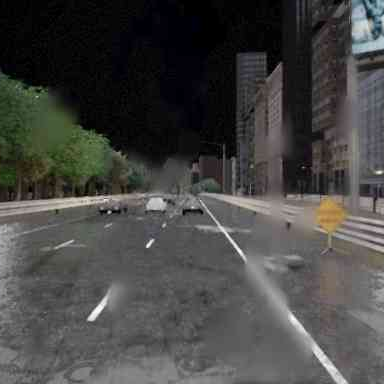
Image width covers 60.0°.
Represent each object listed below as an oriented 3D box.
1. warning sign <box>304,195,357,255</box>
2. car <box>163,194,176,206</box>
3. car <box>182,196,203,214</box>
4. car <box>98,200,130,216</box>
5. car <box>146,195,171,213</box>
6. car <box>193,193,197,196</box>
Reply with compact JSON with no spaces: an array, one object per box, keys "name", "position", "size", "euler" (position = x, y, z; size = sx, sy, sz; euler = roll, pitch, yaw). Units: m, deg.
[{"name":"warning sign","position":[4.531,1.046,10.988],"size":[1.300,1.860,1.060],"euler":[-1,0,0]},{"name":"car","position":[-3.445,1.039,48.837],"size":[2.097,1.767,4.553],"euler":[0,0,1]},{"name":"car","position":[0.078,1.350,32.366],"size":[1.994,1.385,4.181],"euler":[0,0,0]},{"name":"car","position":[-6.928,1.401,30.109],"size":[1.895,1.301,4.718],"euler":[0,0,0]},{"name":"car","position":[-3.423,1.309,32.815],"size":[1.812,1.442,4.674],"euler":[0,0,0]},{"name":"car","position":[0.058,1.251,49.114],"size":[1.994,1.385,4.181],"euler":[0,0,0]}]
